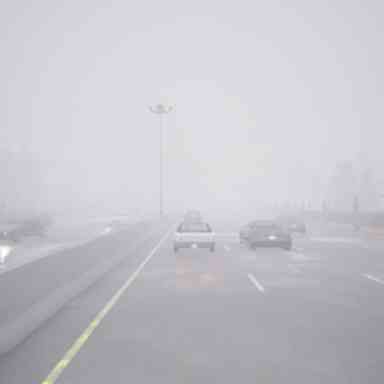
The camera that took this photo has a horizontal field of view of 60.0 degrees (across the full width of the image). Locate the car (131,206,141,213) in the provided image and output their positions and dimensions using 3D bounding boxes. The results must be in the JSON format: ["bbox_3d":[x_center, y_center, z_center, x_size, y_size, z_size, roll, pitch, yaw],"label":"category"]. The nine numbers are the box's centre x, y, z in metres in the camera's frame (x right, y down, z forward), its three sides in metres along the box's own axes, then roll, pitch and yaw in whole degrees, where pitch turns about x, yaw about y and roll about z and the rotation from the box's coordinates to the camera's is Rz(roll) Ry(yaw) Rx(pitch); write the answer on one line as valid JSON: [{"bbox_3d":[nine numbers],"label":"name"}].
[{"bbox_3d":[-10.498,3.466,61.871,1.837,1.490,4.892,0,-1,0],"label":"car"}]

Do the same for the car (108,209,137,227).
[{"bbox_3d":[-7.049,2.699,33.335,1.812,1.442,4.674,0,-3,0],"label":"car"}]

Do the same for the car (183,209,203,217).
[{"bbox_3d":[0.102,2.635,36.148,2.097,1.767,4.553,0,-2,0],"label":"car"}]

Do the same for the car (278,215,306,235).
[{"bbox_3d":[7.101,2.428,25.307,1.994,1.385,4.181,0,-2,0],"label":"car"}]

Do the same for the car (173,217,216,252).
[{"bbox_3d":[0.101,2.120,16.459,1.895,1.301,4.718,0,-2,0],"label":"car"}]

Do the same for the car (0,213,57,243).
[{"bbox_3d":[-10.550,2.213,20.256,2.033,1.411,5.357,0,-2,0],"label":"car"}]

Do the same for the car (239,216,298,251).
[{"bbox_3d":[3.601,2.102,16.945,1.994,1.385,4.181,0,-2,0],"label":"car"}]

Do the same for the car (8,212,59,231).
[{"bbox_3d":[-14.026,2.586,29.881,2.033,1.411,5.357,0,-2,1],"label":"car"}]
